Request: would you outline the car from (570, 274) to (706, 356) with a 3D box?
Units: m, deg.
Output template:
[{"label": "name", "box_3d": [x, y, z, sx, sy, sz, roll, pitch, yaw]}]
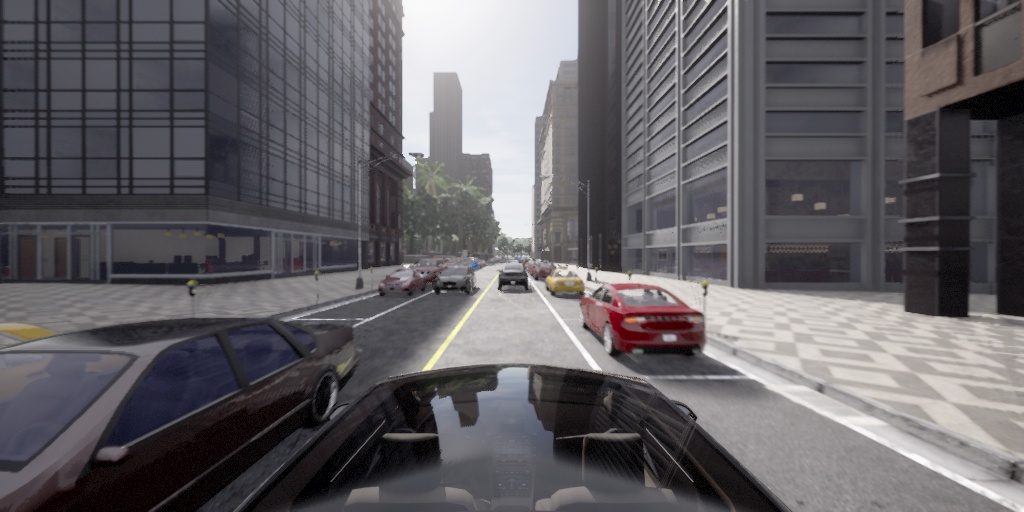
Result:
[{"label": "car", "box_3d": [2.760, 1.298, 8.505, 1.888, 1.381, 4.507, 0, 0, 0]}]

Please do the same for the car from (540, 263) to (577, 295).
[{"label": "car", "box_3d": [2.758, 1.284, 19.525, 1.751, 1.417, 4.829, 0, 0, 0]}]

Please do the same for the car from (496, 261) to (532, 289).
[{"label": "car", "box_3d": [0.072, 1.268, 23.127, 1.837, 1.490, 4.892, 0, 1, 0]}]

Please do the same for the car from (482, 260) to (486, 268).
[{"label": "car", "box_3d": [-5.777, 1.236, 57.344, 1.967, 1.591, 4.097, 0, 0, 0]}]

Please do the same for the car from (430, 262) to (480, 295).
[{"label": "car", "box_3d": [-3.077, 1.266, 20.156, 1.837, 1.490, 4.892, 0, 0, 0]}]

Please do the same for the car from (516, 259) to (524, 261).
[{"label": "car", "box_3d": [0.088, 1.381, 42.924, 1.895, 1.301, 4.718, 0, 0, 0]}]

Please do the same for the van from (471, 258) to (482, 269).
[{"label": "van", "box_3d": [-5.776, 1.131, 51.918, 1.690, 1.789, 3.998, 0, 0, 0]}]

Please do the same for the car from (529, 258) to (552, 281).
[{"label": "car", "box_3d": [2.755, 1.207, 30.205, 1.967, 1.591, 4.097, 0, 0, 0]}]

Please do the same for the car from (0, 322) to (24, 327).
[{"label": "car", "box_3d": [-5.763, 1.276, 2.914, 1.751, 1.417, 4.829, 0, 0, 0]}]

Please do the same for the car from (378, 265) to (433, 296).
[{"label": "car", "box_3d": [-5.768, 1.341, 19.362, 1.802, 1.307, 4.207, 0, 0, 0]}]

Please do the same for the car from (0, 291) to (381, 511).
[{"label": "car", "box_3d": [-3.094, 1.298, 2.935, 2.033, 1.411, 5.357, 0, 0, 0]}]

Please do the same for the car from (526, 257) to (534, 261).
[{"label": "car", "box_3d": [2.753, 1.212, 35.630, 1.967, 1.591, 4.097, 0, 0, 0]}]

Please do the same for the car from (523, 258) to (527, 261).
[{"label": "car", "box_3d": [2.751, 1.335, 46.480, 2.007, 1.370, 4.403, 0, 0, 0]}]

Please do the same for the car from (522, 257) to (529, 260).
[{"label": "car", "box_3d": [2.750, 1.316, 52.075, 1.751, 1.417, 4.829, 0, 0, 0]}]

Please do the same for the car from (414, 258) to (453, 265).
[{"label": "car", "box_3d": [-5.769, 1.078, 24.788, 2.192, 1.841, 5.009, 0, 0, 0]}]

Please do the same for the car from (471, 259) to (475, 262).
[{"label": "car", "box_3d": [-5.773, 1.324, 41.066, 1.888, 1.381, 4.507, 0, 0, 0]}]

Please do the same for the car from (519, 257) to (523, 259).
[{"label": "car", "box_3d": [2.748, 1.111, 57.331, 2.192, 1.841, 5.009, 0, 0, 0]}]

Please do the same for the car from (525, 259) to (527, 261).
[{"label": "car", "box_3d": [2.751, 1.323, 41.055, 1.888, 1.381, 4.507, 0, 0, 0]}]

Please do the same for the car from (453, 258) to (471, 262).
[{"label": "car", "box_3d": [-5.772, 1.087, 35.640, 2.192, 1.841, 5.009, 0, 0, 0]}]
